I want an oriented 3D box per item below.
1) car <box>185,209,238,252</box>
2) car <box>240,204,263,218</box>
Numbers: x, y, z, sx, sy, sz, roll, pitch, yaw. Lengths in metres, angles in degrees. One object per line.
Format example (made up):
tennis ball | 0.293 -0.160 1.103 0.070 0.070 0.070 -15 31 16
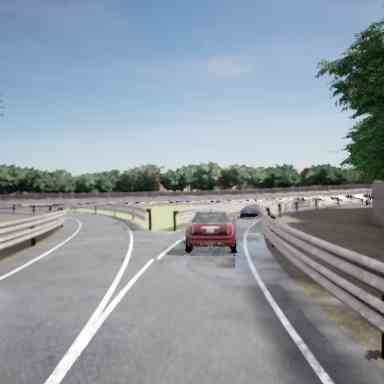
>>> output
car | 0.987 1.565 15.192 2.097 1.767 4.553 -1 -1 7
car | 6.572 2.000 35.748 1.994 1.385 4.181 -1 -1 23
